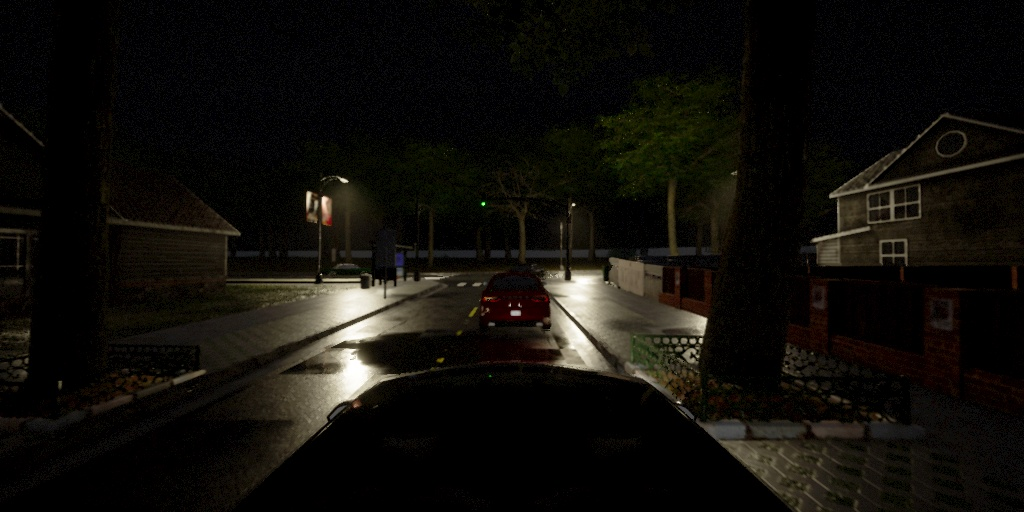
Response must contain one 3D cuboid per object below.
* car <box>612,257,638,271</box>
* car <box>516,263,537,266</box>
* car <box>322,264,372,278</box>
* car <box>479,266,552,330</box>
[{"bbox_3d":[13.558,0.898,39.879,4.553,1.767,2.097,-1,-1,0],"label":"car"},{"bbox_3d":[1.149,1.251,26.282,2.033,1.411,5.357,-1,1,18],"label":"car"},{"bbox_3d":[-14.831,1.385,33.208,4.718,1.301,1.895,0,-1,2],"label":"car"},{"bbox_3d":[0.093,1.230,11.100,1.882,1.535,5.008,0,0,0],"label":"car"}]
